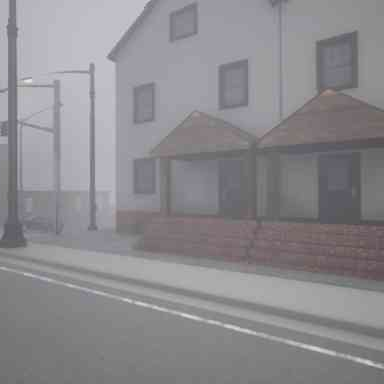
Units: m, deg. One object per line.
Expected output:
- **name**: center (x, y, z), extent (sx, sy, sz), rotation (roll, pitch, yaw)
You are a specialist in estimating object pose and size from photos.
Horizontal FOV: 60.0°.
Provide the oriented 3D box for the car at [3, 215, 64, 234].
- **car**: center (-13.434, 2.738, 28.545), extent (1.837, 1.490, 4.892), rotation (-1, -9, 36)
